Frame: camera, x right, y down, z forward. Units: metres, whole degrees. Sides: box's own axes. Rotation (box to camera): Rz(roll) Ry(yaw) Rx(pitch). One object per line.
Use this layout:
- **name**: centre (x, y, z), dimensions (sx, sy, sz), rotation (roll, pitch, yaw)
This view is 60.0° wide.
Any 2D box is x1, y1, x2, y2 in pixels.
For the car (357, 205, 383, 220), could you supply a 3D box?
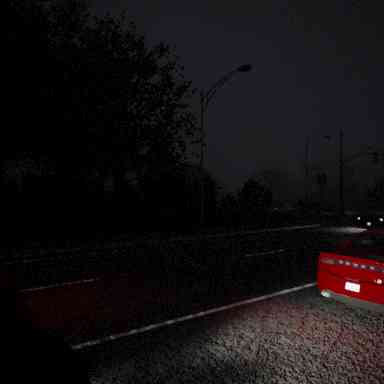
- **car**: centre (12.908, 1.547, 21.725), dimensions (5.357, 1.411, 2.033), rotation (0, 0, -35)

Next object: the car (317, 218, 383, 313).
- **car**: centre (4.768, 1.478, 7.124), dimensions (5.008, 1.535, 1.882), rotation (0, 0, -35)

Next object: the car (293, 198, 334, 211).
- **car**: centre (14.466, 1.477, 39.825), dimensions (1.882, 1.535, 5.008), rotation (0, 0, -33)

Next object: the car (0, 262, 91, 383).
- **car**: centre (-2.985, 1.492, 1.625), dimensions (4.902, 1.511, 2.128), rotation (0, 0, -35)

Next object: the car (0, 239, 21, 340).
- **car**: centre (-5.155, 1.601, 4.622), dimensions (4.718, 1.301, 1.895), rotation (0, 0, -35)

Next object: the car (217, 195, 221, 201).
- **car**: centre (3.918, 1.454, 56.637), dimensions (1.812, 1.442, 4.674), rotation (0, 1, -32)

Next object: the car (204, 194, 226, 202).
- **car**: centre (4.743, 1.292, 68.783), dimensions (2.128, 1.511, 4.902), rotation (0, 1, -33)
